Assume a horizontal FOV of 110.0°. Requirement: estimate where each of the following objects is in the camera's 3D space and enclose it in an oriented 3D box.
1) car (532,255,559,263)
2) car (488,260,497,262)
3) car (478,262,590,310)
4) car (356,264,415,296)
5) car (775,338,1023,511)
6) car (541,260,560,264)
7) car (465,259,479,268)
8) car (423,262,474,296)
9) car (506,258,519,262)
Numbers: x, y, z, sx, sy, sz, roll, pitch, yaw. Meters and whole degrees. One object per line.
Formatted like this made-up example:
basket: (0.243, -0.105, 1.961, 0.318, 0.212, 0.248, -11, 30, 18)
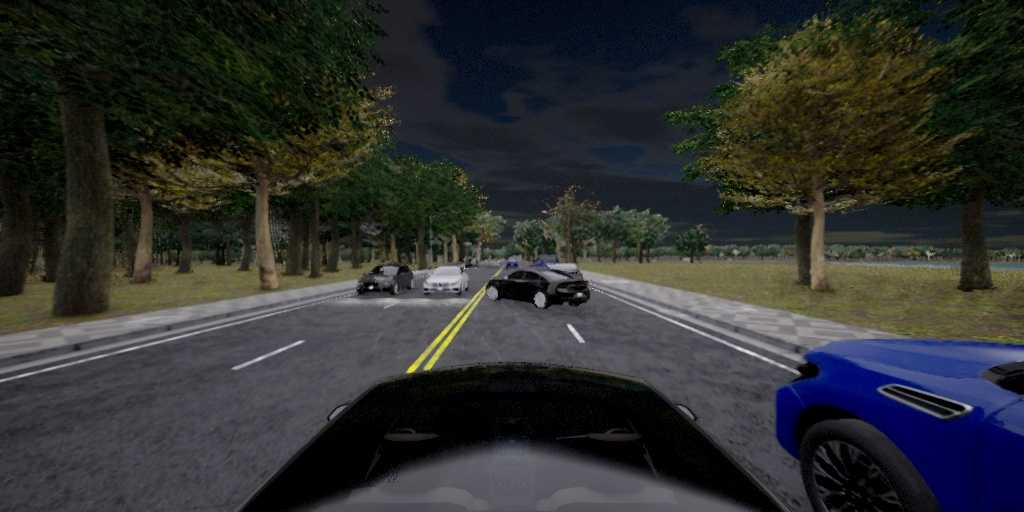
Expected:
car: (3.254, 0.923, 33.572, 2.150, 2.045, 5.566, 0, 0, 0)
car: (-3.288, 1.325, 59.516, 1.895, 1.301, 4.718, 0, 0, 1)
car: (0.879, 1.202, 14.687, 1.882, 1.535, 5.008, 0, 0, -38)
car: (-6.596, 1.222, 19.212, 1.837, 1.490, 4.892, 0, 0, 0)
car: (3.249, 0.974, 0.569, 2.150, 2.045, 5.566, 0, 0, 0)
car: (3.253, 1.217, 22.571, 2.163, 1.488, 4.792, 0, 0, 0)
car: (-6.542, 1.228, 59.517, 1.837, 1.490, 4.892, 0, 0, 1)
car: (-3.347, 1.244, 19.007, 1.812, 1.442, 4.674, 0, 0, 0)
car: (0.052, 1.197, 57.313, 1.882, 1.535, 5.008, 0, 0, 1)
